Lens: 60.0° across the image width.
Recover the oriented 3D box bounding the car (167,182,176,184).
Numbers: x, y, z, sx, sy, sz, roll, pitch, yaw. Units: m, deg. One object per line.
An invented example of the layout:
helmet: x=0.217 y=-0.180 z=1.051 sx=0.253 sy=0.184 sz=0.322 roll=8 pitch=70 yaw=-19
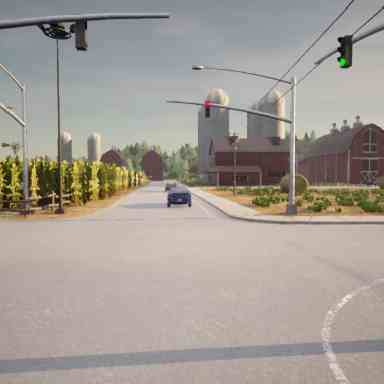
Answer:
car: x=-3.335 y=-0.811 z=52.831 sx=2.128 sy=1.511 sz=4.902 roll=0 pitch=3 yaw=-5

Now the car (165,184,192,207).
car: x=-1.109 y=0.346 z=27.600 sx=1.882 sy=1.535 sz=5.008 roll=0 pitch=3 yaw=-5

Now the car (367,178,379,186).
car: x=42.378 y=-2.329 z=77.516 sx=1.905 sy=1.878 sz=3.866 roll=10 pitch=10 yaw=41
